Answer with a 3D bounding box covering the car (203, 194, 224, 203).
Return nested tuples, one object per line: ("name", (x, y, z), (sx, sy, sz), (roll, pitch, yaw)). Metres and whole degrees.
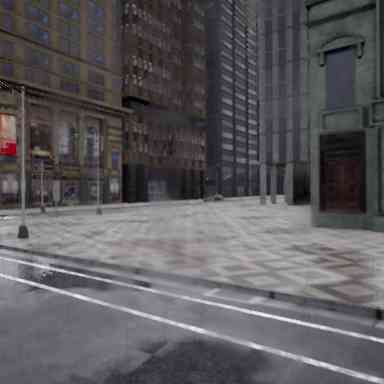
("car", (3.742, 1.106, 58.098), (1.837, 1.490, 4.892), (0, 0, 36))
